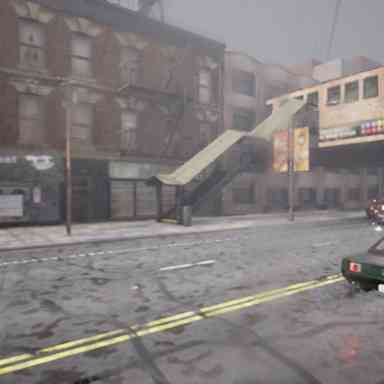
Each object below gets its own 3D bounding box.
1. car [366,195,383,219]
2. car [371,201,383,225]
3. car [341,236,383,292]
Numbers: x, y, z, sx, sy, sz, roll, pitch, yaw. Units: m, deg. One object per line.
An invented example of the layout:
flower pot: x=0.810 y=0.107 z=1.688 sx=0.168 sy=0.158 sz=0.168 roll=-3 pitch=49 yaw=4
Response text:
car: x=17.133 y=1.242 z=28.430 sx=5.566 sy=2.045 sz=2.435 roll=0 pitch=0 yaw=-36
car: x=14.671 y=1.536 z=23.042 sx=4.674 sy=1.442 sz=1.812 roll=0 pitch=0 yaw=-35
car: x=5.596 y=1.605 z=7.737 sx=4.718 sy=1.301 sz=1.895 roll=0 pitch=0 yaw=-35
